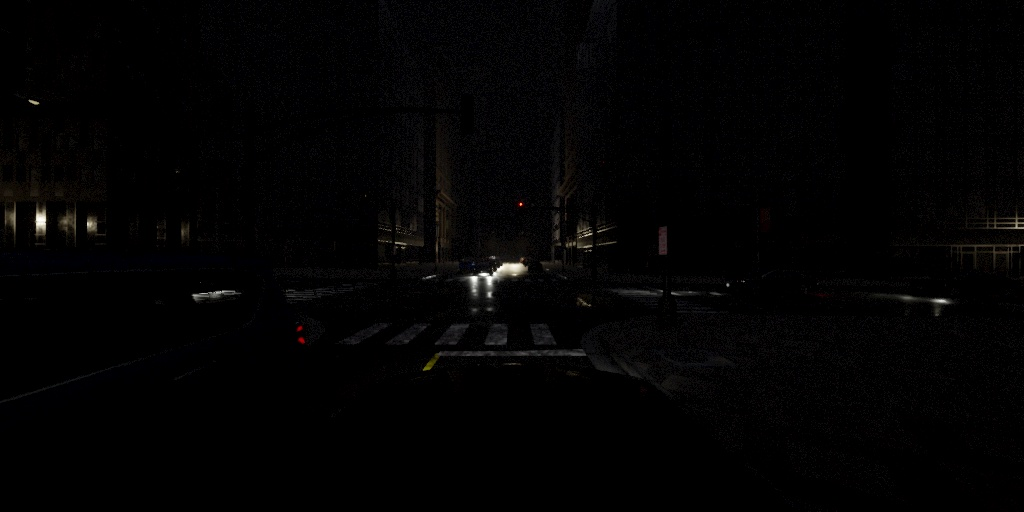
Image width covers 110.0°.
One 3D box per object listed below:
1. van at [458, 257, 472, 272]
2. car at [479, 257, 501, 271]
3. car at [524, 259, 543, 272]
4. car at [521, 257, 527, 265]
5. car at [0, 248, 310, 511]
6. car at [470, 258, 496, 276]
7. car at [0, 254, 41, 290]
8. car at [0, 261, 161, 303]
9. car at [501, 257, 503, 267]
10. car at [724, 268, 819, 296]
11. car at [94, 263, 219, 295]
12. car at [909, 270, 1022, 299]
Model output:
[{"bbox_3d":[-5.645,1.055,45.079,1.690,1.789,3.998,0,0,0],"label":"van"},{"bbox_3d":[-2.875,1.204,46.282,2.128,1.511,4.902,0,0,0],"label":"car"},{"bbox_3d":[2.880,1.280,45.025,1.948,1.339,4.313,0,0,0],"label":"car"},{"bbox_3d":[2.989,1.266,61.973,1.802,1.307,4.207,0,0,0],"label":"car"},{"bbox_3d":[-3.063,0.974,1.253,2.150,2.045,5.566,0,0,0],"label":"car"},{"bbox_3d":[-2.930,1.250,37.164,1.812,1.442,4.674,0,0,0],"label":"car"},{"bbox_3d":[-27.028,0.758,17.804,4.553,1.767,2.097,1,0,0],"label":"car"},{"bbox_3d":[-17.610,0.993,14.498,5.008,1.535,1.882,1,0,0],"label":"car"},{"bbox_3d":[-2.795,1.222,56.182,1.812,1.442,4.674,0,0,0],"label":"car"},{"bbox_3d":[15.098,1.466,21.024,4.902,1.511,2.128,1,0,-1],"label":"car"},{"bbox_3d":[-17.419,1.093,17.747,4.181,1.385,1.994,1,0,0],"label":"car"},{"bbox_3d":[26.356,1.603,20.951,5.008,1.535,1.882,0,0,0],"label":"car"}]
